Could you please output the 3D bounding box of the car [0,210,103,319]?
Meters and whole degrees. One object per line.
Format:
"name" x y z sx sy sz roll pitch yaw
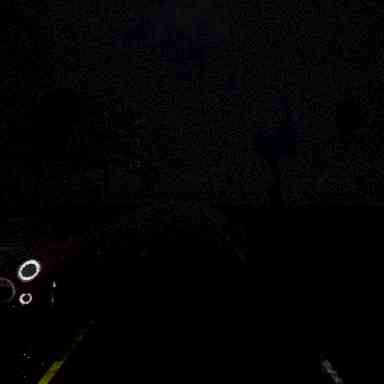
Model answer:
"car" -3.600 1.350 7.627 2.097 1.767 4.553 0 0 0
